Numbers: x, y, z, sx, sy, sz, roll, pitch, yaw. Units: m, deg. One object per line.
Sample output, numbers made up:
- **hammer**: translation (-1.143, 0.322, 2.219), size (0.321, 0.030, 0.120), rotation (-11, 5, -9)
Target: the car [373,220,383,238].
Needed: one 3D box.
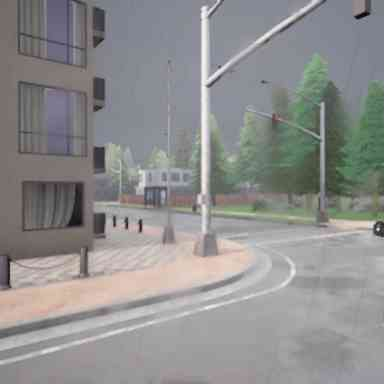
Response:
- **car**: translation (10.402, 1.500, 14.719), size (4.181, 1.385, 1.994), rotation (0, 1, 11)
